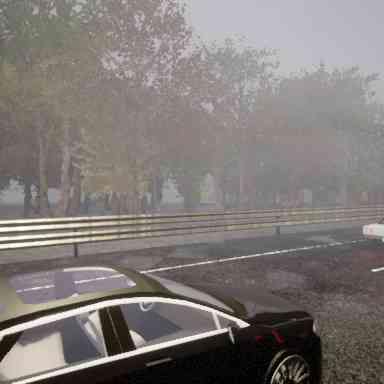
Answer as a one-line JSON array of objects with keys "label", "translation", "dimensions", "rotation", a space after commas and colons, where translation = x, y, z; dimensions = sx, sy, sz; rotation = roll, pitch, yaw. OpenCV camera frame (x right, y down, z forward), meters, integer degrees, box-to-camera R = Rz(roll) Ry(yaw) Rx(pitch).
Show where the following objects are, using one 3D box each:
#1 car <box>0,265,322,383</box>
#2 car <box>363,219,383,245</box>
[{"label": "car", "translation": [-0.772, 1.490, 3.109], "dimensions": [4.902, 1.511, 2.128], "rotation": [0, 0, -35]}, {"label": "car", "translation": [9.404, 1.581, 14.024], "dimensions": [4.718, 1.301, 1.895], "rotation": [0, 0, -32]}]
